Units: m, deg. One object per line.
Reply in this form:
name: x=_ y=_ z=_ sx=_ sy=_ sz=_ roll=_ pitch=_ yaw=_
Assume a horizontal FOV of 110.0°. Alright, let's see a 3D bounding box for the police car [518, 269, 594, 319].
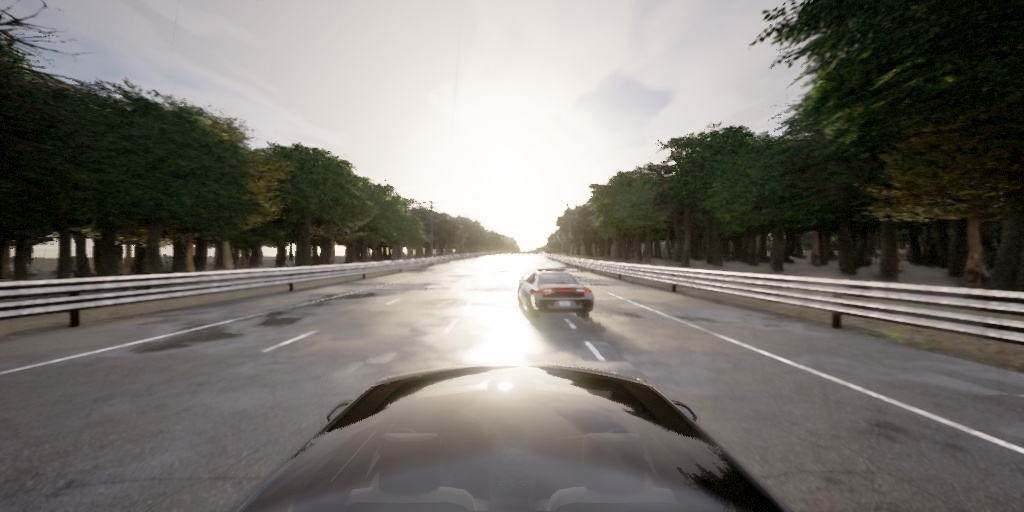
police car: x=1.368 y=1.255 z=13.263 sx=2.038 sy=1.542 sz=4.974 roll=0 pitch=0 yaw=-6
